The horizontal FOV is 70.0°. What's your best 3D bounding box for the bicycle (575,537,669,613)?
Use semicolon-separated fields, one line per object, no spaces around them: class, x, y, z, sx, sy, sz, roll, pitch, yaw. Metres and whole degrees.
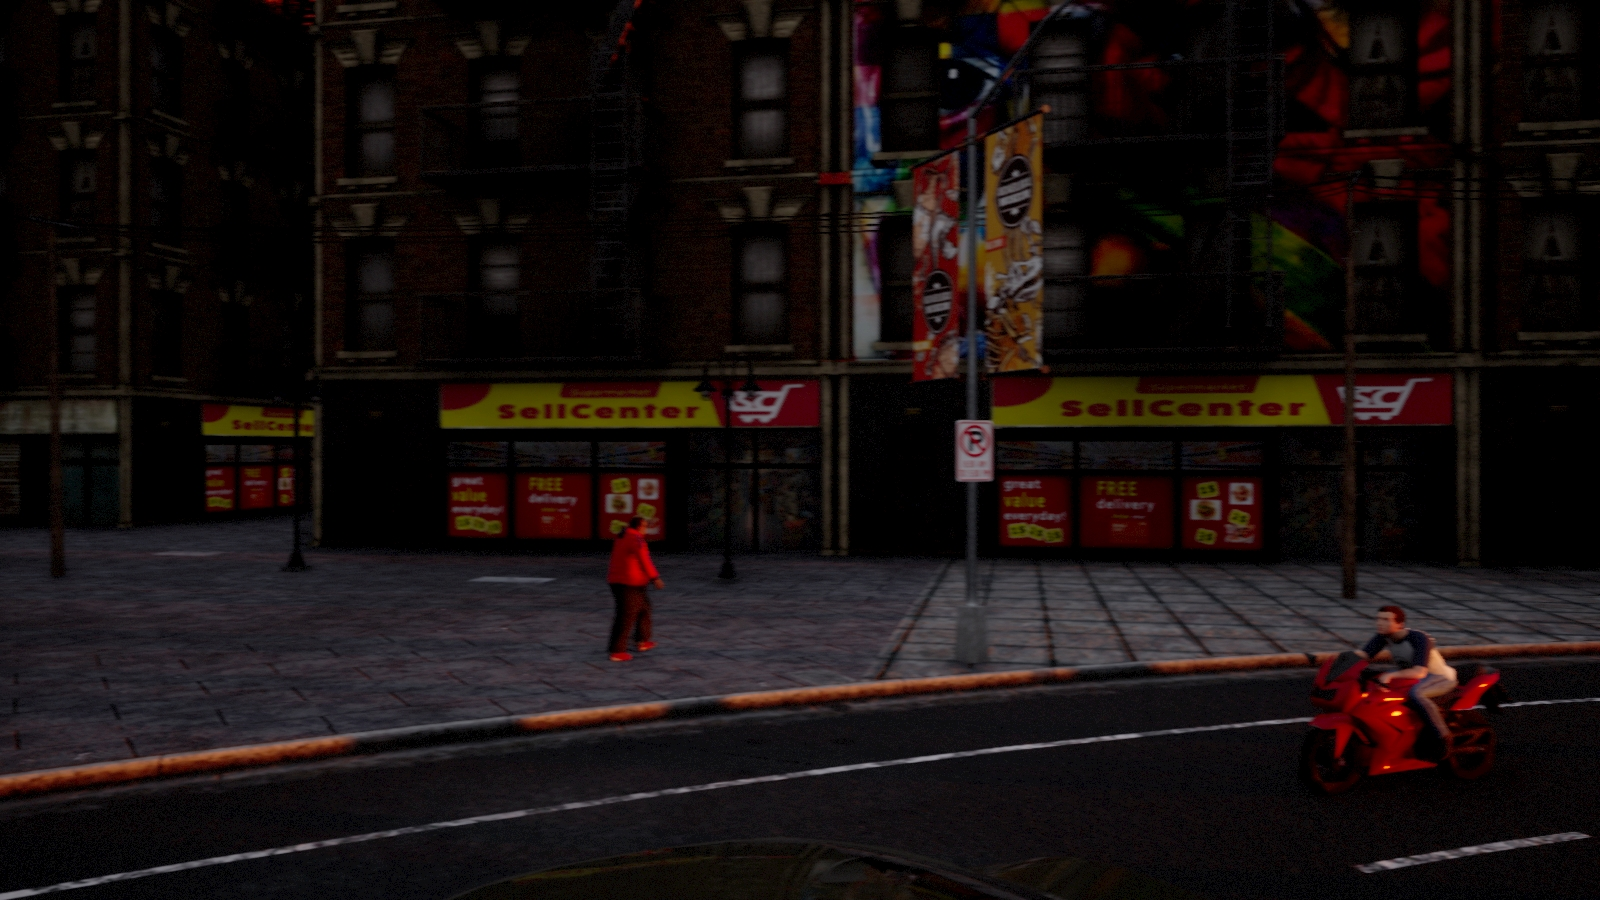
bicycle;-3.126;2.183;20.188;1.643;1.196;0.373;0;2;-36

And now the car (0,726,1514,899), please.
car;-0.584;2.030;3.135;5.006;1.535;2.097;0;0;-28

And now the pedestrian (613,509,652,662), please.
pedestrian;-2.098;1.680;14.296;0.375;1.860;0.375;0;0;-28
